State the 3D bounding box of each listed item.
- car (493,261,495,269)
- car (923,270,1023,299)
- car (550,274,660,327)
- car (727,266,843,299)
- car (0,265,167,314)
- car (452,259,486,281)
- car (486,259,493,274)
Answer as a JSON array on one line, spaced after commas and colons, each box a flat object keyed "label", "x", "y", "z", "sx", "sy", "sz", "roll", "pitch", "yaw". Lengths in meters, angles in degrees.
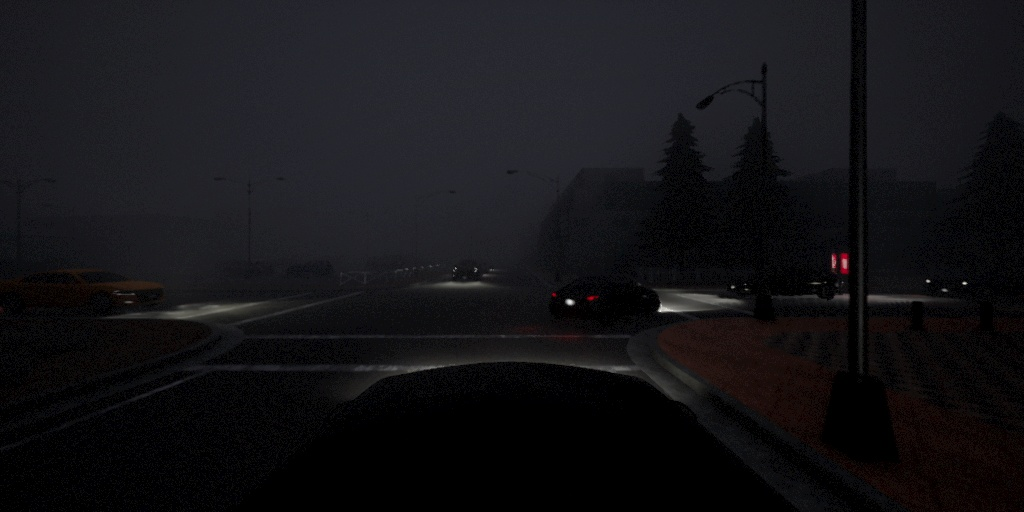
[{"label": "car", "x": -3.572, "y": 1.181, "z": 52.787, "sx": 1.812, "sy": 1.442, "sz": 4.674, "roll": 0, "pitch": 0, "yaw": 0}, {"label": "car", "x": 23.070, "y": 1.338, "z": 17.334, "sx": 4.718, "sy": 1.301, "sz": 1.895, "roll": 0, "pitch": 0, "yaw": -1}, {"label": "car", "x": 3.124, "y": 1.297, "z": 11.718, "sx": 4.181, "sy": 1.385, "sz": 1.994, "roll": 0, "pitch": 0, "yaw": -44}, {"label": "car", "x": 12.995, "y": 1.242, "z": 17.230, "sx": 4.892, "sy": 1.490, "sz": 1.837, "roll": 0, "pitch": 0, "yaw": -1}, {"label": "car", "x": -15.798, "y": 1.221, "z": 13.255, "sx": 5.008, "sy": 1.535, "sz": 1.882, "roll": 0, "pitch": 0, "yaw": -1}, {"label": "car", "x": -3.587, "y": 1.051, "z": 29.368, "sx": 2.097, "sy": 1.767, "sz": 4.553, "roll": 0, "pitch": 0, "yaw": 0}, {"label": "car", "x": -3.593, "y": 1.225, "z": 40.495, "sx": 2.033, "sy": 1.411, "sz": 5.357, "roll": 0, "pitch": 0, "yaw": 0}]
